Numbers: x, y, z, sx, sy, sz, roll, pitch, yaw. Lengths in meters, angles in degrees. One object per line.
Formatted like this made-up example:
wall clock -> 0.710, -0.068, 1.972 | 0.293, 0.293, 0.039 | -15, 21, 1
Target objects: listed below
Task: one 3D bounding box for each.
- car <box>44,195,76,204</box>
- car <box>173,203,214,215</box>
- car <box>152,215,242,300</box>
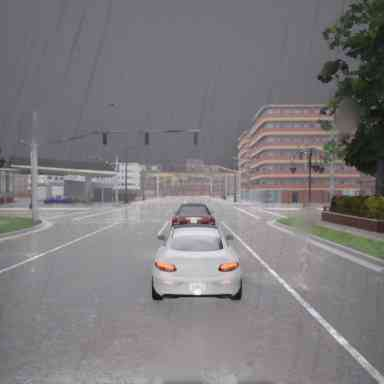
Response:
car -> -23.380, 1.292, 57.957 | 4.611, 1.667, 2.242 | 0, 0, 1
car -> 0.081, 1.351, 17.225 | 2.097, 1.767, 4.553 | 0, 0, 0
car -> 0.095, 1.525, 8.232 | 1.812, 1.442, 4.674 | 0, 0, 0
